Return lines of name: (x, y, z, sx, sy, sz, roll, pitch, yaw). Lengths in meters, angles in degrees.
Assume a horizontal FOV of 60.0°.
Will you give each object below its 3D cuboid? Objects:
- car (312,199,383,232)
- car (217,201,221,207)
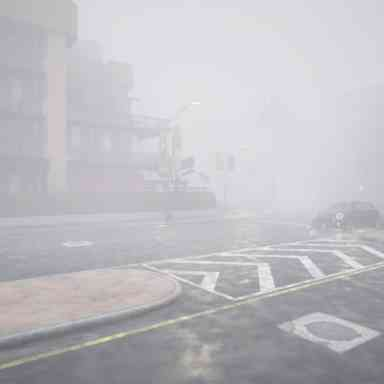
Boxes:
car: (9.448, 1.352, 20.330, 4.553, 1.767, 2.097, 0, 0, -32)
car: (2.165, 1.491, 48.636, 2.128, 1.511, 4.902, 0, 0, -35)
